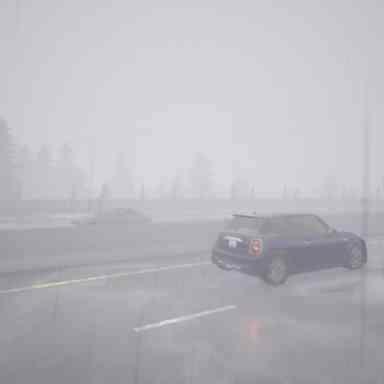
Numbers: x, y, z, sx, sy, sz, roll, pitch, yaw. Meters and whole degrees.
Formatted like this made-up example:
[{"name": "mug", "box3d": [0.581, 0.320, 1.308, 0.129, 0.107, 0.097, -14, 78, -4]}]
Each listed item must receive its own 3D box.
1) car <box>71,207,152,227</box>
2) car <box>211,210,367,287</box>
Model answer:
[{"name": "car", "box3d": [-4.191, 1.487, 17.641, 4.181, 1.385, 1.994, 0, 0, -31]}, {"name": "car", "box3d": [2.848, 1.315, 9.403, 4.553, 1.767, 2.097, 0, 0, -31]}]
